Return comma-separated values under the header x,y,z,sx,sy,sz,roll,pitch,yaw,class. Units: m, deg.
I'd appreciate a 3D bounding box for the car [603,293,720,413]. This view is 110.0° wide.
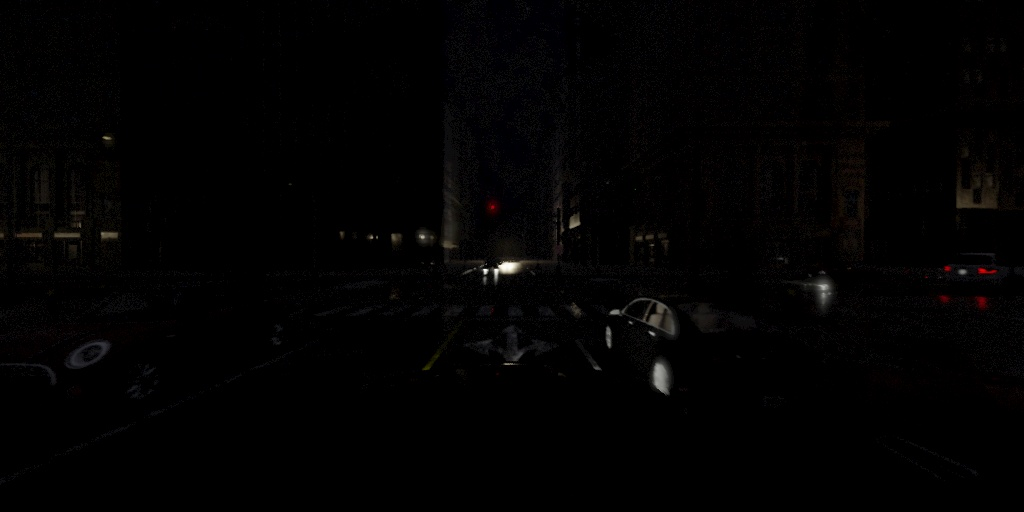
x,y,z,sx,sy,sz,roll,pitch,yaw,class
2.765,1.280,5.941,2.007,1.370,4.403,0,0,0,car

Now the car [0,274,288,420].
x,y,z,sx,sy,sz,roll,pitch,yaw,class
-5.761,1.170,5.944,1.967,1.591,4.097,0,0,0,car

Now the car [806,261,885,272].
x,y,z,sx,sy,sz,roll,pitch,yaw,class
22.949,1.092,24.754,4.674,1.442,1.812,0,1,0,car

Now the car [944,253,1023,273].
x,y,z,sx,sy,sz,roll,pitch,yaw,class
25.468,0.858,18.151,5.566,2.045,2.150,0,1,0,car

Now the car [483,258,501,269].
x,y,z,sx,sy,sz,roll,pitch,yaw,class
-2.900,1.028,50.462,1.837,1.490,4.892,0,0,1,car

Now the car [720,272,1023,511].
x,y,z,sx,sy,sz,roll,pitch,yaw,class
2.762,1.071,0.340,2.192,1.841,5.009,0,0,0,car
